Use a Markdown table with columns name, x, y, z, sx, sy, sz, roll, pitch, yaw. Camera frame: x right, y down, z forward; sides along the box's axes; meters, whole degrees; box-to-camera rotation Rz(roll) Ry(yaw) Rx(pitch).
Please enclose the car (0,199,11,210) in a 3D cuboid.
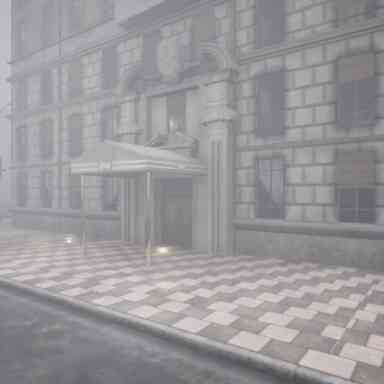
| name | x | y | z | sx | sy | sz | roll | pitch | yaw |
| --- | --- | --- | --- | --- | --- | --- | --- | --- | --- |
| car | -24.157 | 1.526 | 40.180 | 1.812 | 1.442 | 4.674 | 0 | 0 | 36 |
